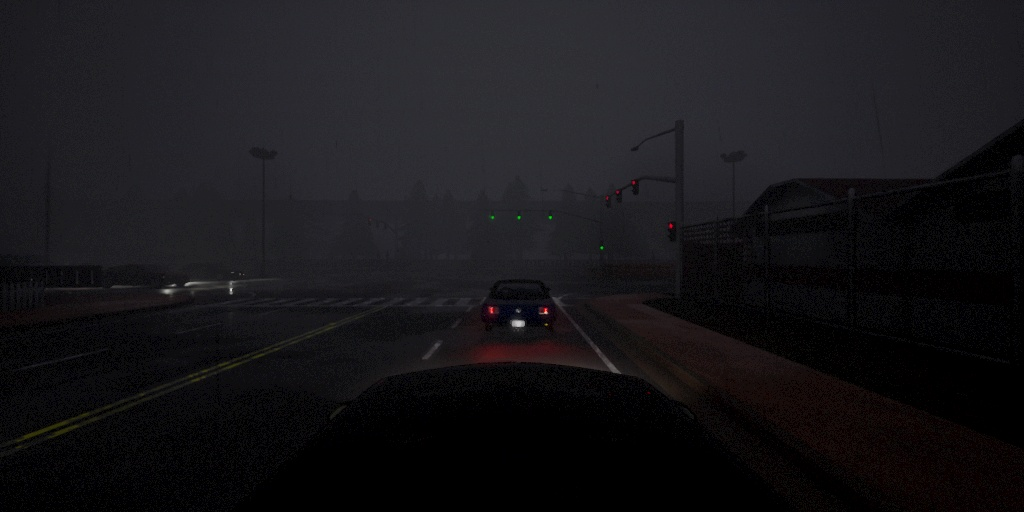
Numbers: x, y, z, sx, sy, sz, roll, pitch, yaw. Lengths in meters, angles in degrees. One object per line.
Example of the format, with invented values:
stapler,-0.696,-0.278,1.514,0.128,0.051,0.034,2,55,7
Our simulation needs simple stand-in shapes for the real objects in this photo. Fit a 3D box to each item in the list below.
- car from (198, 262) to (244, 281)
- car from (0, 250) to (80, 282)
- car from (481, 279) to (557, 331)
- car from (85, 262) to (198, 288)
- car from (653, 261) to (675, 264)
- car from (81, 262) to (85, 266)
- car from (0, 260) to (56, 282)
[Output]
car,-25.328,1.275,30.138,4.892,1.490,1.837,0,0,-1
car,-36.182,0.874,26.456,5.566,2.045,2.150,2,0,-1
car,0.236,1.360,10.956,1.895,1.301,4.718,0,0,2
car,-23.802,1.246,23.160,5.008,1.535,1.882,0,0,-1
car,17.183,1.315,41.548,4.674,1.442,1.812,0,0,-1
car,-35.033,1.240,29.977,5.357,1.411,2.033,1,0,-1
car,-33.278,1.212,23.005,4.902,1.511,2.128,1,0,-1
